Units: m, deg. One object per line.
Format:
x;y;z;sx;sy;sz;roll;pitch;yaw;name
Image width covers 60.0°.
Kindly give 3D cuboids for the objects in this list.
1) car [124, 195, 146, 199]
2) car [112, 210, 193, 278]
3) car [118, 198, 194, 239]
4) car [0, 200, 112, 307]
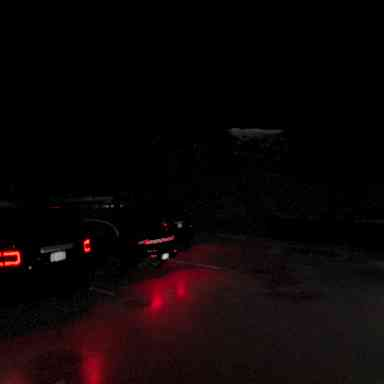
-9.508;1.376;49.190;4.181;1.385;1.994;0;0;-42;car
-2.665;1.469;10.153;4.902;1.511;2.128;0;0;36;car
-2.205;1.323;14.122;4.553;1.767;2.097;0;0;35;car
-4.550;1.199;7.227;5.566;2.045;2.150;0;0;33;car
